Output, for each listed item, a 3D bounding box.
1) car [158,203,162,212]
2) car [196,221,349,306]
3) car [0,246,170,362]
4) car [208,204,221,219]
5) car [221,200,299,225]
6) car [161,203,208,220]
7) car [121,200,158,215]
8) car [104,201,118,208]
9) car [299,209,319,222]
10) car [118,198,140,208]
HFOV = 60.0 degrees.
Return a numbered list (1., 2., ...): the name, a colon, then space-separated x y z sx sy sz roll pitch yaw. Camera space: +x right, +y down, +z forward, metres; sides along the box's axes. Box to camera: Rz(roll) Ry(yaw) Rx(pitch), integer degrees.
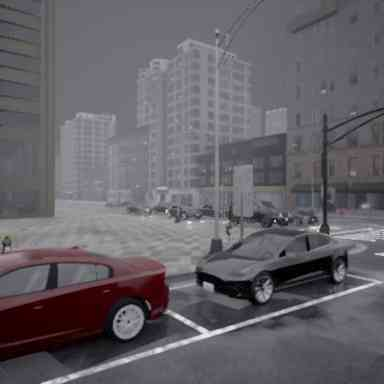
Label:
1. car: -3.305 2.131 43.297 2.128 1.511 4.902 0 -1 -35
2. car: 2.121 1.612 8.166 4.313 1.339 1.947 1 -1 -36
3. car: -2.474 1.550 4.889 4.507 1.381 1.887 1 -1 -36
4. car: 2.422 2.024 35.191 1.837 1.490 4.892 0 -1 -36
5. car: 5.093 1.616 25.798 2.150 2.045 5.566 0 -1 -35
6. car: -0.861 2.030 34.212 1.837 1.490 4.892 0 -1 -35
7. car: -6.803 2.141 42.614 2.128 1.511 4.902 0 -1 -35
8. car: -15.848 2.477 66.961 2.033 1.411 5.357 0 -1 -35
9. car: 8.144 1.957 27.110 1.994 1.385 4.181 0 -1 -36
10. car: -12.308 2.146 67.585 2.150 2.045 5.566 0 -1 -35
